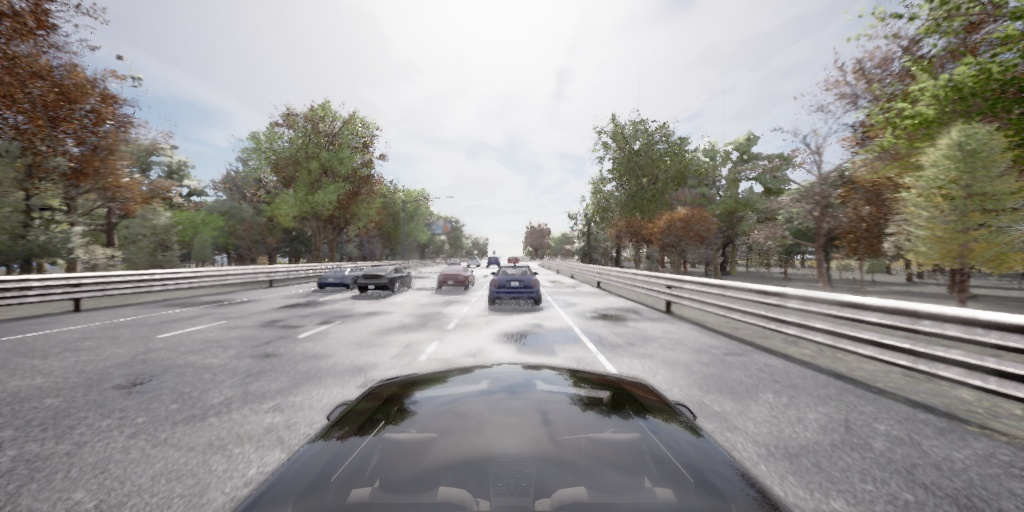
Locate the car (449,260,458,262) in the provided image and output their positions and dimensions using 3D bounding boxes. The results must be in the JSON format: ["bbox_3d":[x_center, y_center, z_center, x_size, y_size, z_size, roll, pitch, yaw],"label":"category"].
[{"bbox_3d":[-10.336,1.405,64.283,1.895,1.301,4.718,0,0,0],"label":"car"}]

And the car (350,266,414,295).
[{"bbox_3d":[-6.882,1.269,19.976,1.837,1.490,4.892,0,0,0],"label":"car"}]

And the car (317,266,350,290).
[{"bbox_3d":[-10.379,1.329,22.576,1.994,1.385,4.181,0,0,0],"label":"car"}]

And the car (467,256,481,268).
[{"bbox_3d":[-6.836,1.029,64.751,2.150,2.045,5.566,0,0,0],"label":"car"}]

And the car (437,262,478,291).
[{"bbox_3d":[-3.378,1.291,22.045,1.812,1.442,4.674,0,0,0],"label":"car"}]

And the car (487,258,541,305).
[{"bbox_3d":[0.114,1.113,16.136,2.097,1.767,4.553,0,0,0],"label":"car"}]
